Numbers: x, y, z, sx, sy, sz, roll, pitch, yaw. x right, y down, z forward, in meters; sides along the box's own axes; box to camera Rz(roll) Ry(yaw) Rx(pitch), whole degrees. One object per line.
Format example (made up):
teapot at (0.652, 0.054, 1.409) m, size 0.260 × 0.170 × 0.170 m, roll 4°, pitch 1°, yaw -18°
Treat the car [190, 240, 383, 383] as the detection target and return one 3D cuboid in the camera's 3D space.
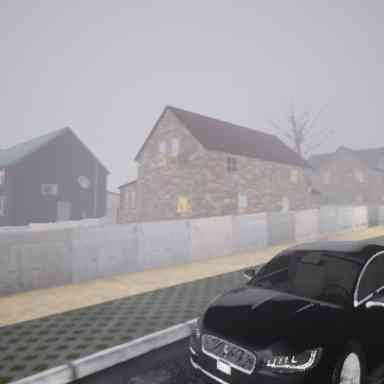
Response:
car at (2.120, 1.578, 5.104) m, size 4.892 × 1.490 × 1.837 m, roll 0°, pitch -1°, yaw -42°
